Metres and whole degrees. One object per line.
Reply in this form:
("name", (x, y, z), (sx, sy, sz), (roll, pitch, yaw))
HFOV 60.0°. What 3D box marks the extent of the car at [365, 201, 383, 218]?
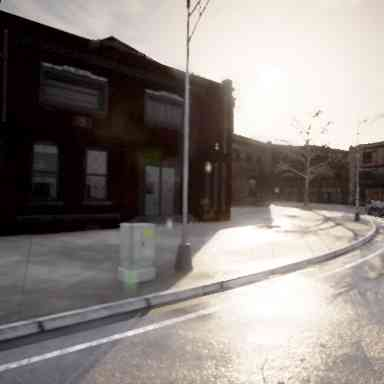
("car", (17.645, 1.556, 30.610), (2.033, 1.411, 5.357), (1, 0, 11))
